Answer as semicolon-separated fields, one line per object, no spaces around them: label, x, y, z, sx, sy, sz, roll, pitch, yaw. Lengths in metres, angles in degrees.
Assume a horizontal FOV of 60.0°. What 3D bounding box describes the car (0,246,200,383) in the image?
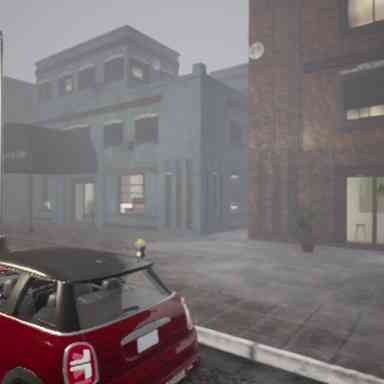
car;-1.999;1.443;4.298;4.097;1.590;1.967;0;0;35
